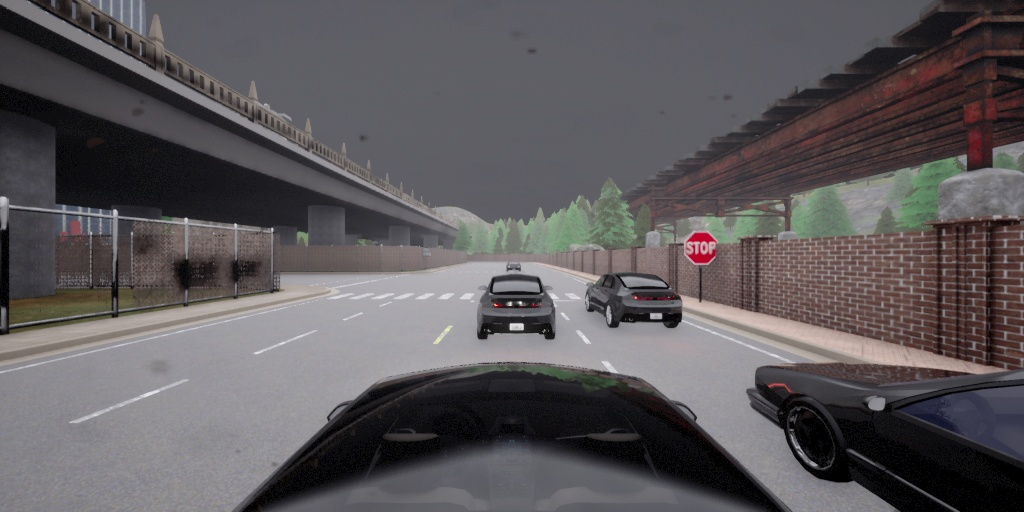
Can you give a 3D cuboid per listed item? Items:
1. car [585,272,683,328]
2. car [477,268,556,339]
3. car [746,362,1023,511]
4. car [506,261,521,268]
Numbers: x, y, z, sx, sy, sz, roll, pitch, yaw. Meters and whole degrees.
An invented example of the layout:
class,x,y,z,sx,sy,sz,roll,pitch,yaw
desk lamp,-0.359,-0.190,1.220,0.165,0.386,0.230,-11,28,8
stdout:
class,x,y,z,sx,sy,sz,roll,pitch,yaw
car,3.604,1.255,11.366,1.837,1.490,4.892,0,0,0
car,0.102,1.255,10.009,1.837,1.490,4.892,0,0,0
car,3.600,1.297,1.620,2.033,1.411,5.357,0,0,0
car,0.203,1.351,46.293,1.895,1.301,4.718,0,0,-1
